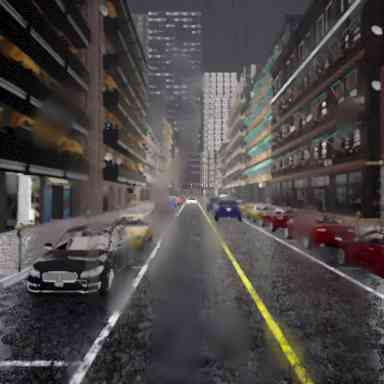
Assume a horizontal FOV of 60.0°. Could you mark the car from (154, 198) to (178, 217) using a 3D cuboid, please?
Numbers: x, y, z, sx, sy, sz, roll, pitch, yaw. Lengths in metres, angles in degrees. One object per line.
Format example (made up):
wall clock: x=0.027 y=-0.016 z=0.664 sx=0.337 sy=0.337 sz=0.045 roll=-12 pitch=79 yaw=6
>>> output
car: x=-2.596 y=1.540 z=31.375 sx=1.887 sy=1.381 sz=4.507 roll=1 pitch=0 yaw=0

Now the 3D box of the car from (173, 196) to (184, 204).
car: x=-2.632 y=1.574 z=65.514 sx=1.887 sy=1.381 sz=4.507 roll=1 pitch=0 yaw=0

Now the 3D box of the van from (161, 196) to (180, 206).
van: x=-2.600 y=1.340 z=37.064 sx=1.690 sy=1.788 sz=3.998 roll=1 pitch=0 yaw=0

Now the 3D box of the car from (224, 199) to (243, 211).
car: x=5.271 y=1.604 z=42.772 sx=1.802 sy=1.307 sz=4.206 roll=1 pitch=0 yaw=0

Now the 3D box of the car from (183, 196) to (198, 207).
car: x=-0.060 y=1.546 z=52.682 sx=1.812 sy=1.442 sz=4.674 roll=0 pitch=0 yaw=0

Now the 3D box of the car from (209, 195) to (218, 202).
car: x=5.231 y=1.517 z=82.599 sx=1.967 sy=1.590 sz=4.097 roll=1 pitch=0 yaw=0

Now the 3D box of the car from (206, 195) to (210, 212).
car: x=2.737 y=1.365 z=39.611 sx=2.097 sy=1.767 sz=4.553 roll=0 pitch=0 yaw=0

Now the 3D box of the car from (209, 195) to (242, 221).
car: x=2.771 y=1.359 z=27.150 sx=2.097 sy=1.767 sz=4.553 roll=0 pitch=0 yaw=0

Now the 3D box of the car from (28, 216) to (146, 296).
car: x=-2.573 y=1.544 z=8.616 sx=2.008 sy=1.369 sz=4.403 roll=1 pitch=0 yaw=0

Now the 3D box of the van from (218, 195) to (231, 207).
van: x=5.262 y=1.376 z=54.151 sx=1.690 sy=1.788 sz=3.998 roll=1 pitch=0 yaw=0

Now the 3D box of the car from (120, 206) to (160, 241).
car: x=-2.578 y=1.518 z=14.136 sx=1.752 sy=1.417 sz=4.829 roll=1 pitch=0 yaw=0

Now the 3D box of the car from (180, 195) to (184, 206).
car: x=-2.620 y=1.561 z=54.134 sx=1.887 sy=1.381 sz=4.507 roll=1 pitch=0 yaw=0

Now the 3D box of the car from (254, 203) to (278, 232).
car: x=5.296 y=1.556 z=20.014 sx=1.887 sy=1.381 sz=4.507 roll=1 pitch=0 yaw=0

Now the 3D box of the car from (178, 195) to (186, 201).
car: x=-2.655 y=1.509 z=88.273 sx=1.967 sy=1.590 sz=4.097 roll=1 pitch=0 yaw=0

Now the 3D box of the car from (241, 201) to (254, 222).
car: x=5.290 y=1.538 z=25.874 sx=1.752 sy=1.417 sz=4.829 roll=1 pitch=0 yaw=0

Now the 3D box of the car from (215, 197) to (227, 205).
car: x=5.254 y=1.567 z=60.012 sx=1.752 sy=1.417 sz=4.829 roll=1 pitch=0 yaw=0

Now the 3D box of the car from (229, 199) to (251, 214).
car: x=5.278 y=1.543 z=37.252 sx=1.752 sy=1.417 sz=4.829 roll=1 pitch=0 yaw=0

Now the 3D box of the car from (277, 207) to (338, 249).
car: x=5.302 y=1.556 z=14.325 sx=1.887 sy=1.381 sz=4.507 roll=1 pitch=0 yaw=0

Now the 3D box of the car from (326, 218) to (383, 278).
car: x=5.307 y=1.594 z=8.635 sx=1.802 sy=1.307 sz=4.206 roll=1 pitch=0 yaw=0
